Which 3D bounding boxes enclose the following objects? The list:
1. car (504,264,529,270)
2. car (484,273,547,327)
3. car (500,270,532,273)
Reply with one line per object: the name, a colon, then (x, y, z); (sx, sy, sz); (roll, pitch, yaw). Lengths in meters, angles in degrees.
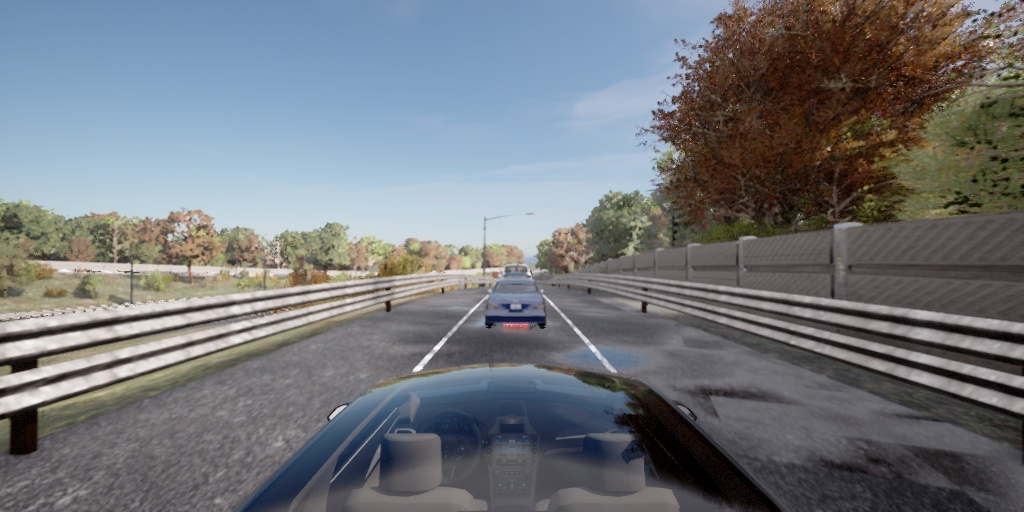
car: (0.311, 1.668, 26.540); (2.150, 2.045, 5.566); (0, -3, 1)
car: (0.122, 1.453, 12.045); (2.033, 1.411, 5.357); (0, -1, 1)
car: (0.205, 1.630, 19.265); (1.837, 1.490, 4.892); (0, -2, 1)
